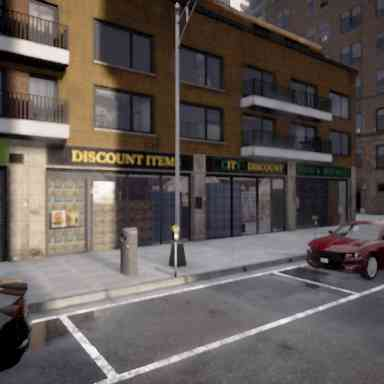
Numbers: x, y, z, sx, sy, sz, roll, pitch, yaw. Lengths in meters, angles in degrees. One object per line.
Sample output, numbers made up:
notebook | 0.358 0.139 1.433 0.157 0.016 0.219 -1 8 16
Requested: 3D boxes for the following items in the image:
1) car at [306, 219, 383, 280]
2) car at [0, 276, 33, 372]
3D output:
car | 5.271 1.534 9.951 4.507 1.381 1.887 0 0 -36
car | -3.981 1.567 3.351 4.313 1.339 1.947 0 0 -36
